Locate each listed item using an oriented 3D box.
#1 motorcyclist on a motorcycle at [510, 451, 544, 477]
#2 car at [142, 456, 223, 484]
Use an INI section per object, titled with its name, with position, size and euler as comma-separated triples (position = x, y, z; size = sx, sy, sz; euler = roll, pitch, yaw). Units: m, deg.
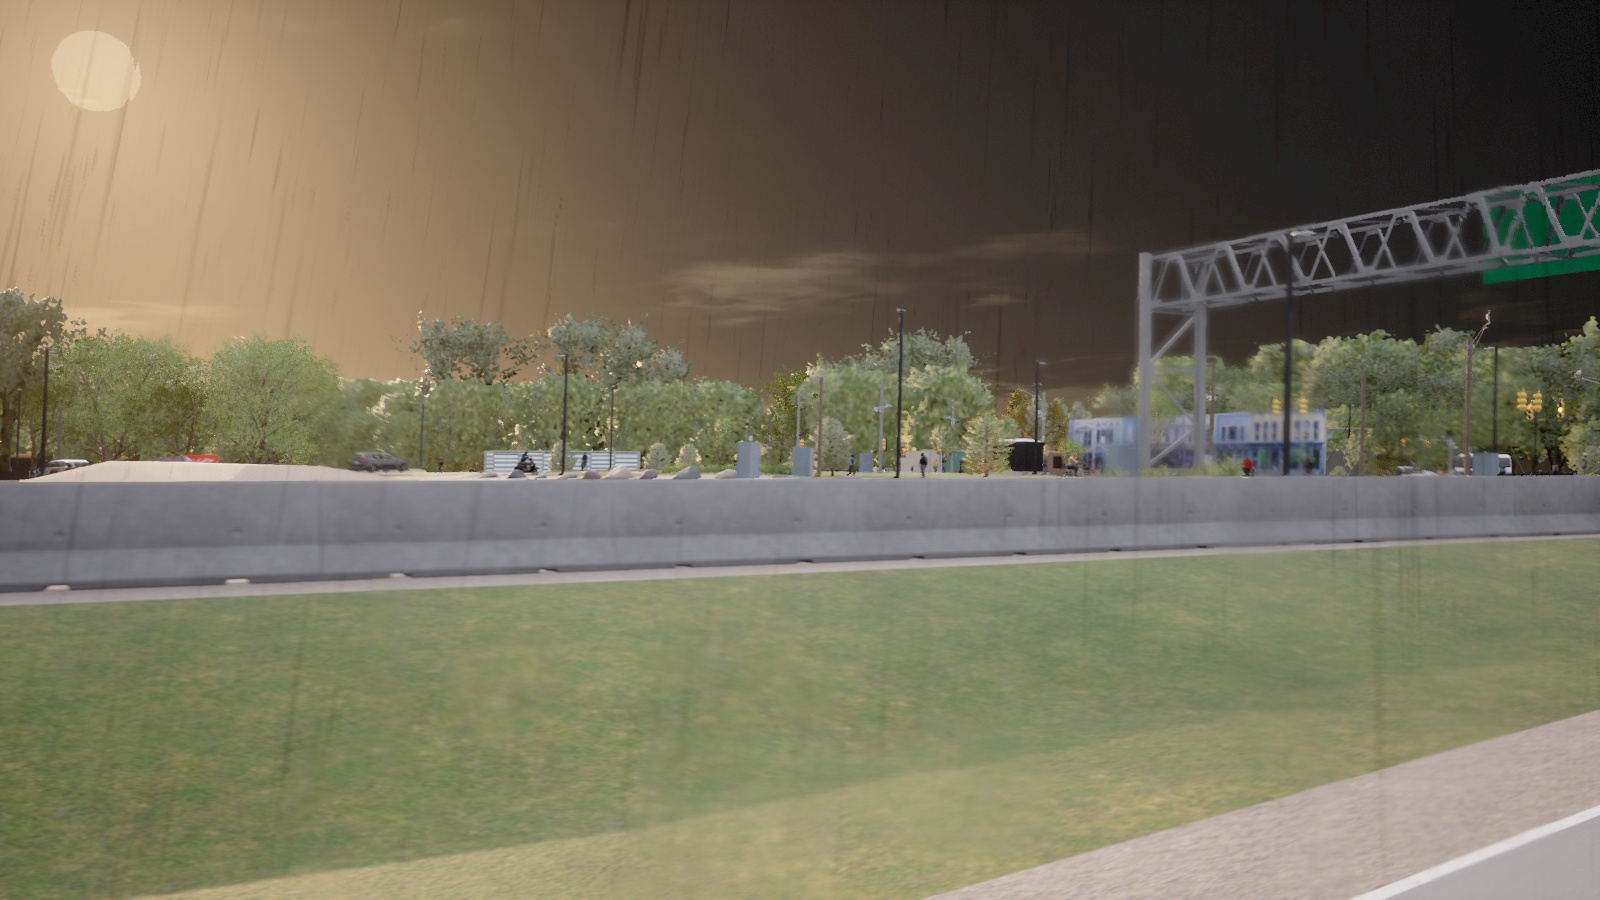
[motorcyclist on a motorcycle]
position = -16.686, 0.870, 76.774
size = 1.817, 1.590, 0.866
euler = 0, -2, 25
[car]
position = -42.809, 1.401, 87.186
size = 4.553, 1.767, 2.097
euler = -2, -1, -5
